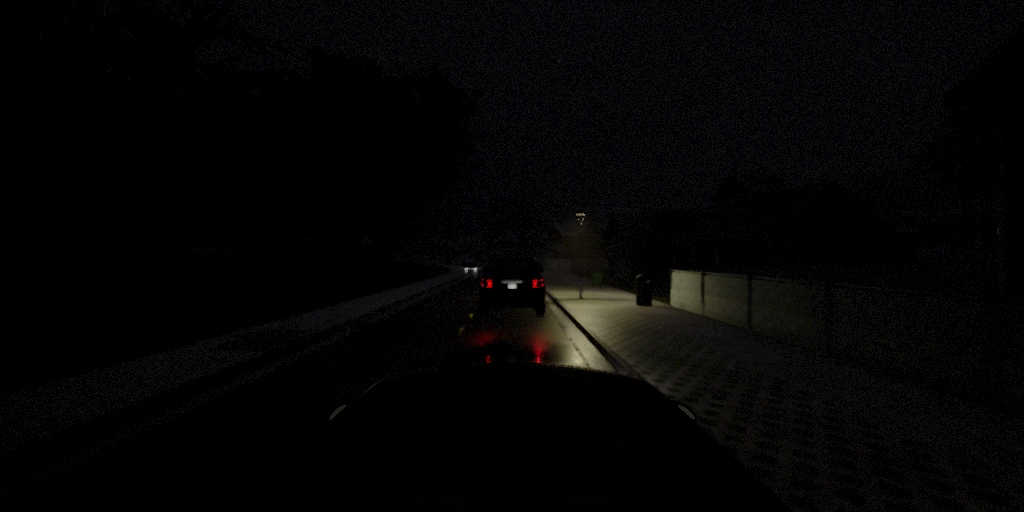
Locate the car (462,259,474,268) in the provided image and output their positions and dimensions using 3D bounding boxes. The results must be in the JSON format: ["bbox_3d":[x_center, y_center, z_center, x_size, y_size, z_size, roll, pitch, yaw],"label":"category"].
[{"bbox_3d":[-7.188,1.180,59.856,1.812,1.442,4.674,0,0,-18],"label":"car"}]

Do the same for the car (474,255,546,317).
[{"bbox_3d":[0.030,0.997,13.471,2.150,2.045,5.566,0,0,0],"label":"car"}]
